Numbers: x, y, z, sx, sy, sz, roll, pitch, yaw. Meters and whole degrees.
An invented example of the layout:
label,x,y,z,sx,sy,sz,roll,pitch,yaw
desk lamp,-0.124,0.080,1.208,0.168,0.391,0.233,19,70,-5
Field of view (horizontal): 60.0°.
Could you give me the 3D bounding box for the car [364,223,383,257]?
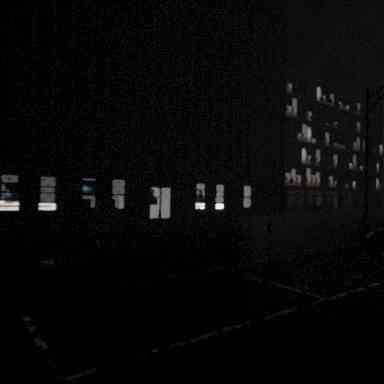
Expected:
label,x,y,z,sx,sy,sz,roll,pitch,yaw
car,8.180,1.584,12.384,4.097,1.590,1.967,1,0,-35
